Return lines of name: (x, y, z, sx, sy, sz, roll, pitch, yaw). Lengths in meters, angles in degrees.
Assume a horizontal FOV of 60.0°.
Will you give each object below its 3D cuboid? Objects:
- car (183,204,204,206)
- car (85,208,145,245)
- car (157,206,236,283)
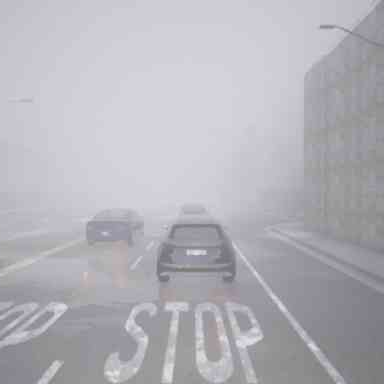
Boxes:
car: (0.109, 1.509, 21.735, 2.163, 1.488, 4.792, 0, 0, 0)
car: (-3.398, 1.475, 15.489, 1.882, 1.535, 5.008, 0, 0, 0)
car: (0.102, 1.433, 9.719, 2.033, 1.649, 4.856, 0, 0, 0)
